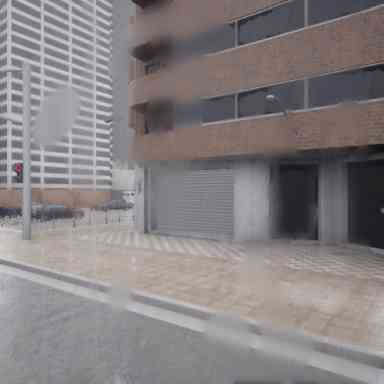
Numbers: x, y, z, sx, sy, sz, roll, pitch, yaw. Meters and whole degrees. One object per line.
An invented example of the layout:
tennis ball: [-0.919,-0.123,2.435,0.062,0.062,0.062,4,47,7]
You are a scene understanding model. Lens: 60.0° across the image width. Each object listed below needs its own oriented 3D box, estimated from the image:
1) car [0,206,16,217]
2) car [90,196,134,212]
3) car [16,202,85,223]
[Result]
car: [-15.582,1.601,31.009,1.895,1.301,4.718,0,0,36]
car: [-9.423,1.547,39.464,2.033,1.411,5.357,0,0,36]
car: [-10.597,1.525,25.700,1.812,1.442,4.674,0,0,37]
